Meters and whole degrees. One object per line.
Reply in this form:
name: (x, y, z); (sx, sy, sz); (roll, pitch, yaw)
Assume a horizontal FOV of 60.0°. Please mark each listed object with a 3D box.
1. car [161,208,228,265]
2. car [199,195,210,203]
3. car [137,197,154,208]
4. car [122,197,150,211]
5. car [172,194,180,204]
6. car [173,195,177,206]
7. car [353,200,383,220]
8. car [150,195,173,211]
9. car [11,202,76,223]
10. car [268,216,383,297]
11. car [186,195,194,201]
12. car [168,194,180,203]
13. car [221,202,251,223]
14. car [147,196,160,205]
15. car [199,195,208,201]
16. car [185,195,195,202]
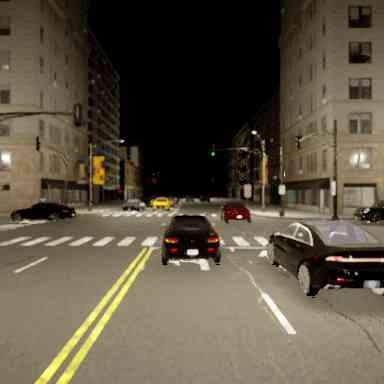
car: (-0.100, 1.512, 11.585); (1.812, 1.442, 4.674); (0, 0, -3)
car: (2.831, 1.456, 69.036); (2.033, 1.411, 5.357); (0, 0, 0)
car: (-6.878, 1.452, 49.346); (1.837, 1.490, 4.892); (0, 0, 0)
car: (-6.809, 1.506, 39.607); (2.033, 1.411, 5.357); (0, 0, 4)
car: (-3.618, 1.286, 58.710); (2.097, 1.767, 4.553); (0, 0, 0)
car: (-3.627, 1.547, 49.259); (1.895, 1.301, 4.718); (0, 0, 0)
car: (14.610, 1.369, 25.030); (4.553, 1.767, 2.097); (0, 0, 0)
car: (-3.595, 1.436, 39.921); (1.882, 1.535, 5.008); (0, 0, -1)
car: (-10.999, 1.496, 24.742); (4.674, 1.442, 1.812); (0, -1, 9)
car: (3.296, 1.481, 8.542); (2.128, 1.511, 4.902); (0, 0, 0)
car: (-0.488, 1.377, 80.120); (1.994, 1.385, 4.181); (0, 0, 0)
car: (-3.667, 1.260, 68.672); (2.097, 1.767, 4.553); (0, 0, 0)
car: (3.197, 1.497, 24.738); (1.812, 1.442, 4.674); (0, 0, 0)
car: (-6.862, 1.459, 59.499); (1.812, 1.442, 4.674); (0, 0, 0)
car: (2.762, 1.378, 80.175); (1.994, 1.385, 4.181); (0, 0, 0)
car: (-0.424, 1.509, 69.879); (1.895, 1.301, 4.718); (0, 0, 0)
